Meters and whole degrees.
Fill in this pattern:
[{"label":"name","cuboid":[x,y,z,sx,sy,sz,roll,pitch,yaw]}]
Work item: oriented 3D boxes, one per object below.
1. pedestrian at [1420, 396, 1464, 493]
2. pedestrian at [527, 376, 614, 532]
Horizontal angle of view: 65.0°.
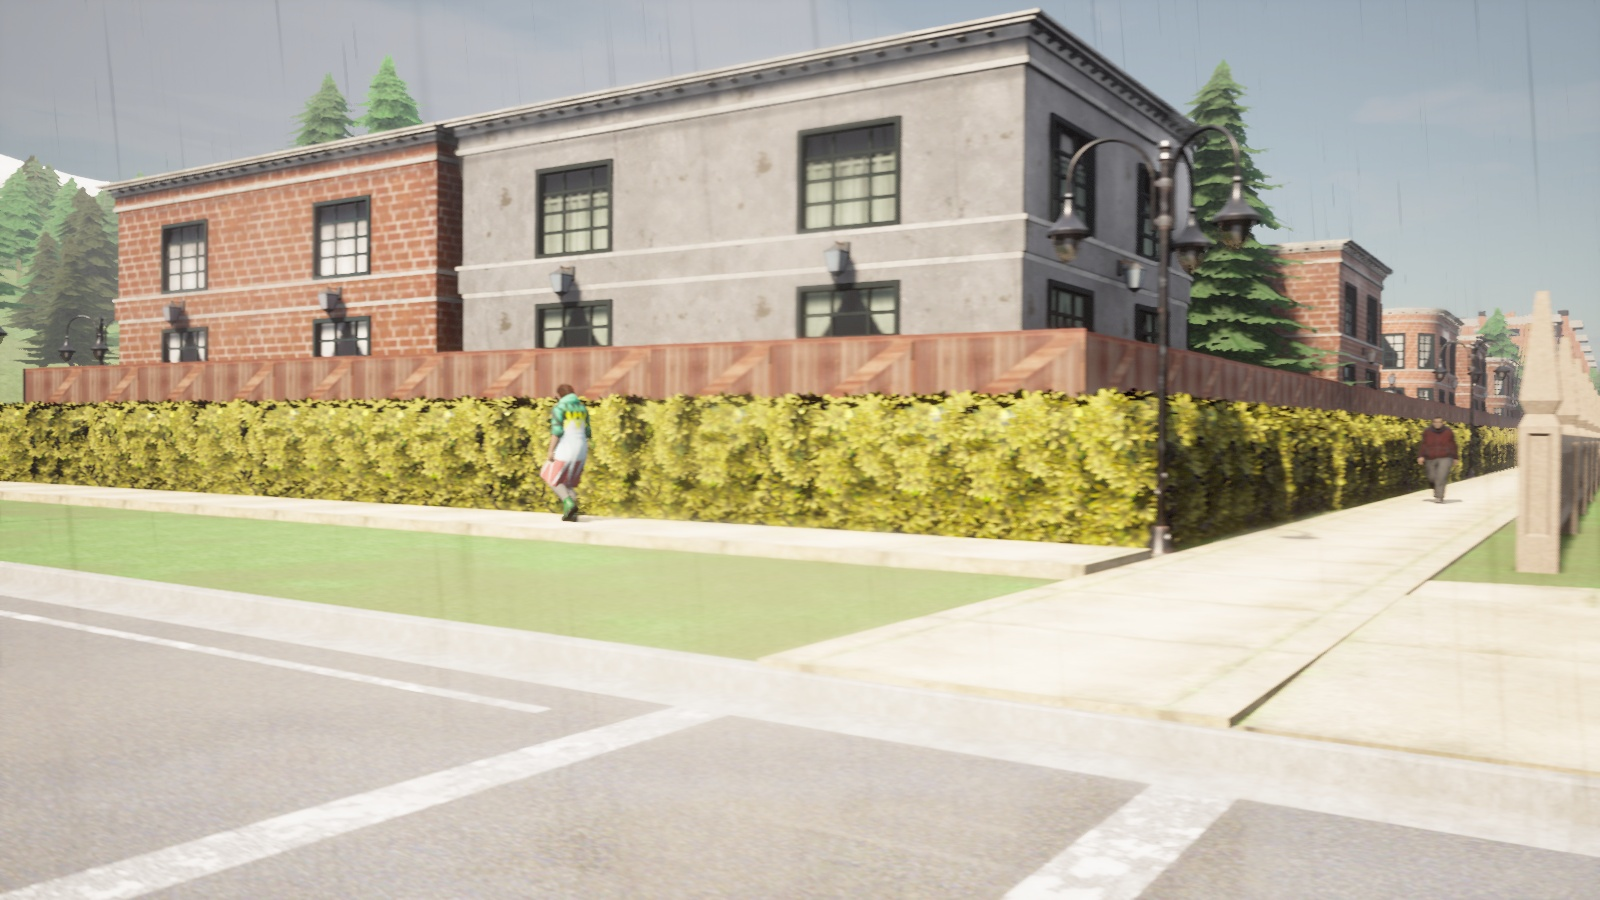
[{"label":"pedestrian","cuboid":[12.535,-0.108,24.518,0.634,1.844,0.899,0,1,36]},{"label":"pedestrian","cuboid":[-2.959,0.046,16.189,0.873,1.952,0.659,0,1,34]}]
